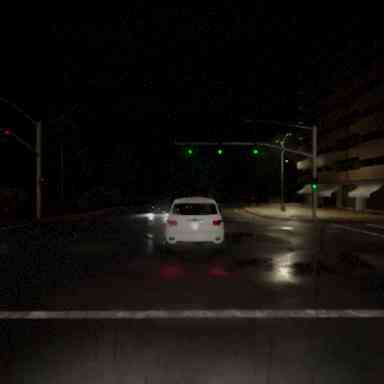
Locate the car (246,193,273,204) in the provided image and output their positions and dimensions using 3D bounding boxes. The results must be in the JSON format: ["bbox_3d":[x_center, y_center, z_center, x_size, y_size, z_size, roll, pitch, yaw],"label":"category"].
[{"bbox_3d":[13.096,1.277,66.089,5.566,2.045,2.150,0,0,-41],"label":"car"}]

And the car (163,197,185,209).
[{"bbox_3d":[-2.408,1.544,46.198,1.837,1.490,4.892,0,0,13],"label":"car"}]

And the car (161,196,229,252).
[{"bbox_3d":[0.098,1.254,14.284,2.150,2.045,5.566,0,0,0],"label":"car"}]

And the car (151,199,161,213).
[{"bbox_3d":[-3.348,1.537,36.962,1.837,1.490,4.892,0,0,3],"label":"car"}]

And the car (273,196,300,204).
[{"bbox_3d":[18.224,1.600,65.580,5.357,1.411,2.033,0,0,-34],"label":"car"}]

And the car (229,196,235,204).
[{"bbox_3d":[6.402,1.546,64.353,2.128,1.511,4.902,0,0,38],"label":"car"}]

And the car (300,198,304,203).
[{"bbox_3d":[21.865,1.584,71.604,4.674,1.442,1.812,0,0,-22],"label":"car"}]

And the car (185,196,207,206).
[{"bbox_3d":[0.682,1.525,55.724,1.882,1.535,5.008,0,0,23],"label":"car"}]
